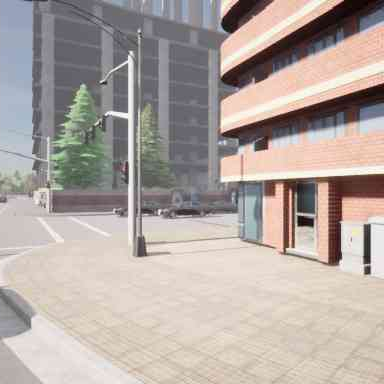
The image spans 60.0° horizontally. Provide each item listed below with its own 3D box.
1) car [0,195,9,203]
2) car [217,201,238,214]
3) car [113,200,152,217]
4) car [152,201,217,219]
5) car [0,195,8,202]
[{"bbox_3d":[-37.951,1.595,66.027,1.895,1.301,4.718,0,0,-27],"label":"car"},{"bbox_3d":[3.016,1.619,35.566,4.181,1.385,1.994,0,0,-27],"label":"car"},{"bbox_3d":[-4.949,1.547,31.568,4.902,1.511,2.128,0,0,-27],"label":"car"},{"bbox_3d":[-0.644,1.547,29.811,4.902,1.511,2.128,0,0,-27],"label":"car"},{"bbox_3d":[-42.472,1.500,74.885,1.837,1.490,4.892,0,0,-27],"label":"car"}]
